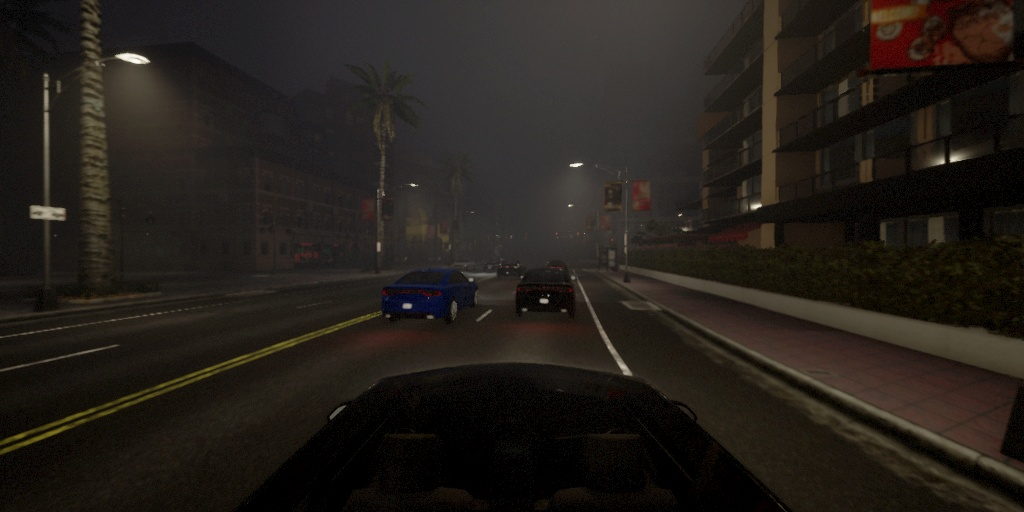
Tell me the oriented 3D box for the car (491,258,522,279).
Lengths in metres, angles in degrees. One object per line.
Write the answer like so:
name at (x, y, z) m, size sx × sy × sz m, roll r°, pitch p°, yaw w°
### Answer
car at (0.021, 1.019, 28.866) m, size 2.128 × 1.511 × 4.902 m, roll 0°, pitch 0°, yaw 8°

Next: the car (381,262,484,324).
car at (-2.417, 1.136, 11.745) m, size 1.882 × 1.535 × 5.008 m, roll 0°, pitch 0°, yaw 7°

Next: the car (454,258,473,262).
car at (-5.429, 0.971, 40.517) m, size 1.812 × 1.442 × 4.674 m, roll 0°, pitch 0°, yaw 8°

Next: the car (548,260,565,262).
car at (3.762, 1.036, 30.244) m, size 1.837 × 1.490 × 4.892 m, roll 0°, pitch 0°, yaw 8°

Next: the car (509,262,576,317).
car at (1.255, 1.141, 12.921) m, size 1.882 × 1.535 × 5.008 m, roll 0°, pitch 1°, yaw 7°

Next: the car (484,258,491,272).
car at (-1.967, 0.950, 40.001) m, size 2.128 × 1.511 × 4.902 m, roll 0°, pitch 0°, yaw 8°
